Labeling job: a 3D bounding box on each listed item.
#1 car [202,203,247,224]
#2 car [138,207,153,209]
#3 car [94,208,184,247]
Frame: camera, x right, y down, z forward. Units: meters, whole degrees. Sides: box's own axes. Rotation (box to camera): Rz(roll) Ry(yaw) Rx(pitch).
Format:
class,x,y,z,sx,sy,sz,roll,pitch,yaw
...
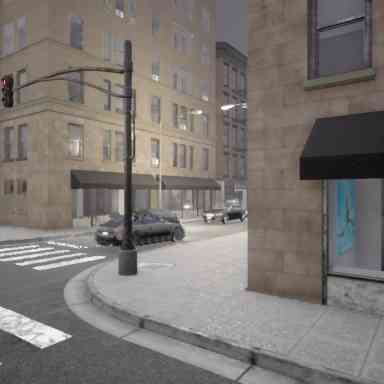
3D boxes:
class,x,y,z,sx,sy,sz,roll,pitch,yaw
car,2.681,1.640,26.311,2.128,1.511,4.902,0,0,35
car,-2.626,1.620,18.841,1.812,1.442,4.674,0,0,37
car,-2.216,1.641,14.845,1.994,1.385,4.181,0,0,39
